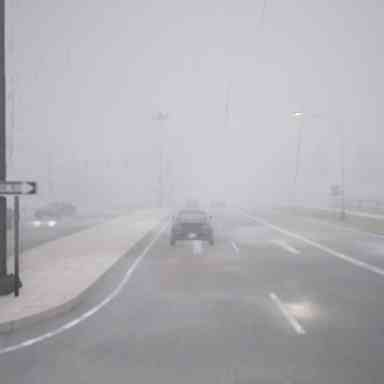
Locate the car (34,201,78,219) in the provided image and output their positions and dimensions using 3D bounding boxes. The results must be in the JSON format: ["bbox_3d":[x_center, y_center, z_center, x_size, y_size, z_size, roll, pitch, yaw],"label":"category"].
[{"bbox_3d":[-11.557,1.519,28.735,2.033,1.411,5.357,0,0,1],"label":"car"}]

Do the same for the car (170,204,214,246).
[{"bbox_3d":[0.001,1.511,15.179,1.812,1.442,4.674,0,0,0],"label":"car"}]

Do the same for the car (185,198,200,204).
[{"bbox_3d":[0.065,1.518,47.077,1.994,1.385,4.181,0,0,0],"label":"car"}]

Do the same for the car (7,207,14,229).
[{"bbox_3d":[-11.592,1.473,18.444,2.128,1.511,4.902,0,0,0],"label":"car"}]

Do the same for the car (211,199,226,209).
[{"bbox_3d":[3.553,1.555,45.737,1.895,1.301,4.718,0,0,0],"label":"car"}]
